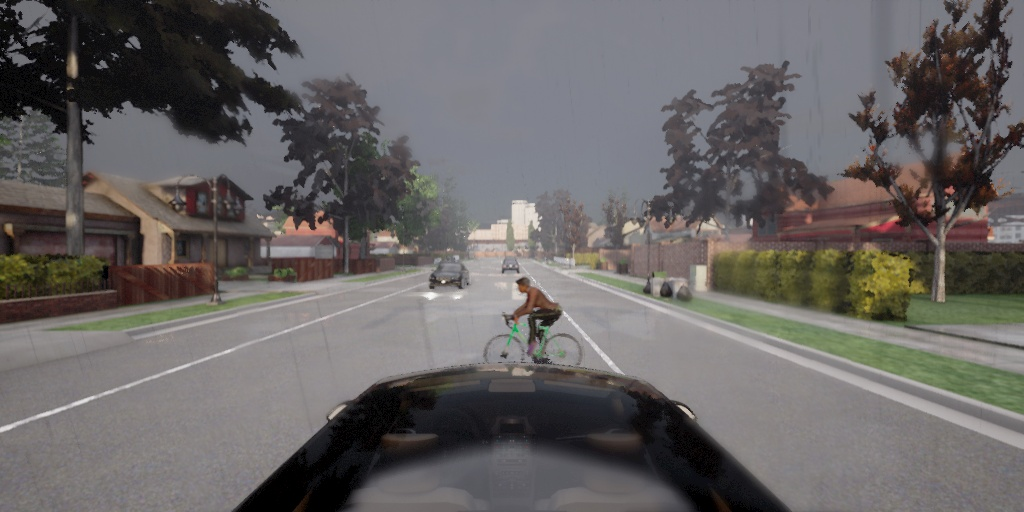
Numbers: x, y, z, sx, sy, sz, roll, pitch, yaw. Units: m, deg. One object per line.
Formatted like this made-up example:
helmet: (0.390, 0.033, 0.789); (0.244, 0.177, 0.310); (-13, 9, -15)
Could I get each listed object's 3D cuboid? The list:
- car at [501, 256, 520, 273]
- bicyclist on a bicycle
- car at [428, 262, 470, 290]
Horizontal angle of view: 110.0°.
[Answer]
car: (-0.149, 1.058, 38.449); (2.033, 1.411, 5.357); (0, 0, 0)
bicyclist on a bicycle: (0.351, 1.175, 5.985); (1.656, 1.620, 0.582); (0, 0, 0)
car: (-3.639, 1.132, 21.406); (1.837, 1.490, 4.892); (0, 0, 0)
